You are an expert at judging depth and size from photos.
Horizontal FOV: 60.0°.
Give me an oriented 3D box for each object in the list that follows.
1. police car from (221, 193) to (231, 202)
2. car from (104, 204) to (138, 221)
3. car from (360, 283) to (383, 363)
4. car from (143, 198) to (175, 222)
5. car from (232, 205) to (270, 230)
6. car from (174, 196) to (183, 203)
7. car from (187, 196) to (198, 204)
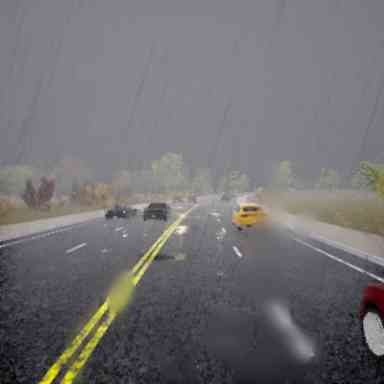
[{"bbox_3d":[8.295,1.558,83.713,1.930,1.638,5.238,0,0,7],"label":"police car"},{"bbox_3d":[-5.992,1.686,28.521,1.895,1.301,4.718,0,0,2],"label":"car"},{"bbox_3d":[3.374,1.494,2.876,1.882,1.535,5.008,0,0,0],"label":"car"},{"bbox_3d":[-2.776,1.563,27.483,1.882,1.535,5.008,0,0,2],"label":"car"},{"bbox_3d":[3.713,1.554,21.586,1.882,1.535,5.008,0,0,2],"label":"car"},{"bbox_3d":[-2.968,1.608,70.472,1.837,1.490,4.892,0,0,6],"label":"car"},{"bbox_3d":[0.129,1.637,68.785,1.837,1.490,4.892,0,0,6],"label":"car"}]
